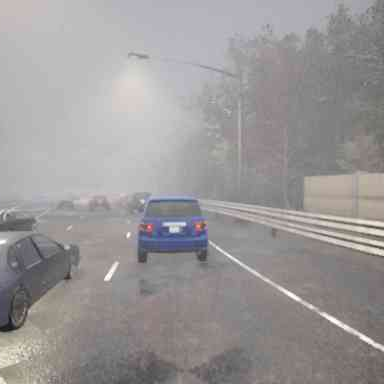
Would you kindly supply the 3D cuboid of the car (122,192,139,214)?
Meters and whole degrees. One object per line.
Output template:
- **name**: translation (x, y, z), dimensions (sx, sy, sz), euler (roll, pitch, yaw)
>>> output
- **car**: translation (-5.125, 0.991, 32.175), dimensions (2.150, 2.045, 5.566), euler (0, 0, -17)

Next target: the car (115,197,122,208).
- **car**: translation (-8.358, 1.275, 41.596), dimensions (1.994, 1.385, 4.181), euler (0, 0, -22)

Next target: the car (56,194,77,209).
- **car**: translation (-15.150, 1.275, 39.791), dimensions (1.812, 1.442, 4.674), euler (0, 0, -22)

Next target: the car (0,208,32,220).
- **car**: translation (-8.154, 1.412, 14.152), dimensions (2.128, 1.511, 4.902), euler (0, 0, -8)

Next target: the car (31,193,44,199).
- **car**: translation (-39.554, 1.043, 85.118), dimensions (4.181, 1.385, 1.994), euler (0, 1, 40)

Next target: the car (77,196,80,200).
- **car**: translation (-25.507, 1.103, 70.641), dimensions (1.994, 1.385, 4.181), euler (-1, 1, -41)

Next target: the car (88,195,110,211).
- **car**: translation (-10.588, 1.101, 37.670), dimensions (2.097, 1.767, 4.553), euler (0, 0, -19)

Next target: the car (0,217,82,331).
- **car**: translation (-3.759, 1.509, 6.634), dimensions (2.033, 1.411, 5.357), euler (0, 0, -4)

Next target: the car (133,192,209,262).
- **car**: translation (-0.780, 1.131, 11.996), dimensions (2.150, 2.045, 5.566), euler (0, 0, -6)
